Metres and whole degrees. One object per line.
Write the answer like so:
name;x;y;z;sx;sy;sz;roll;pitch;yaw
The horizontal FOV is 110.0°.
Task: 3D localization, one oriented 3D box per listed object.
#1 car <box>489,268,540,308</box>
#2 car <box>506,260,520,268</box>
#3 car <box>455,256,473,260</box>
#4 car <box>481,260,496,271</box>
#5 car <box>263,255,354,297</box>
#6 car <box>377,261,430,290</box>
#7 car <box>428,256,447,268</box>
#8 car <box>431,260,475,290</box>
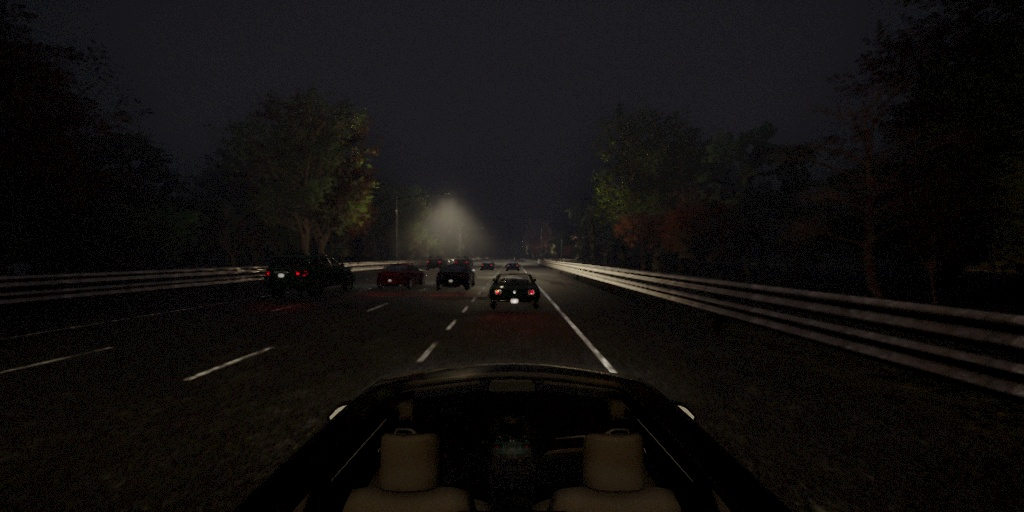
car;0.098;1.354;15.294;1.895;1.301;4.718;0;0;0
car;0.099;1.316;50.926;2.033;1.411;5.357;0;0;0
car;-6.902;0.990;51.407;2.150;2.045;5.566;0;0;0
car;-3.401;1.315;51.089;2.033;1.411;5.357;0;0;0
car;-10.401;0.975;18.839;2.150;2.045;5.566;0;0;0
car;-6.901;1.233;22.731;1.882;1.535;5.008;0;0;0
car;-10.401;0.989;50.241;2.150;2.045;5.566;0;0;0
car;-3.401;1.233;22.379;1.882;1.535;5.008;0;0;0
